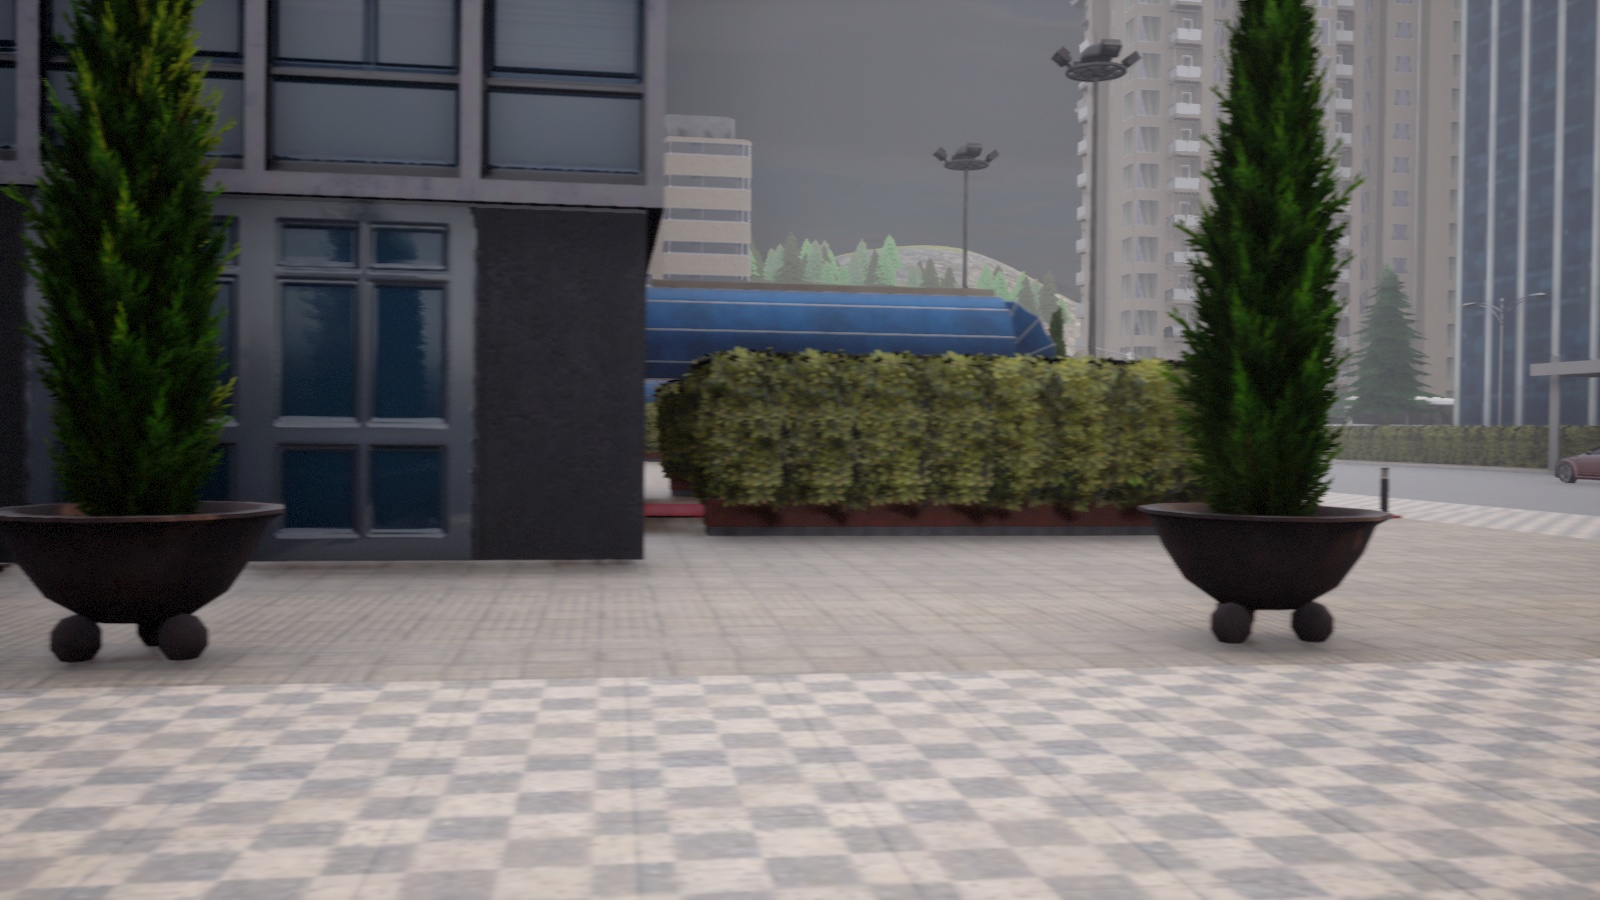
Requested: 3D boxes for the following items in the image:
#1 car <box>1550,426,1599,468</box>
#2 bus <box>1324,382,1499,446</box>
[{"bbox_3d":[27.176,-0.114,41.404,1.994,1.385,4.181,-1,1,-9],"label":"car"},{"bbox_3d":[41.465,-2.429,85.344,10.273,4.253,3.944,0,1,-9],"label":"bus"}]
